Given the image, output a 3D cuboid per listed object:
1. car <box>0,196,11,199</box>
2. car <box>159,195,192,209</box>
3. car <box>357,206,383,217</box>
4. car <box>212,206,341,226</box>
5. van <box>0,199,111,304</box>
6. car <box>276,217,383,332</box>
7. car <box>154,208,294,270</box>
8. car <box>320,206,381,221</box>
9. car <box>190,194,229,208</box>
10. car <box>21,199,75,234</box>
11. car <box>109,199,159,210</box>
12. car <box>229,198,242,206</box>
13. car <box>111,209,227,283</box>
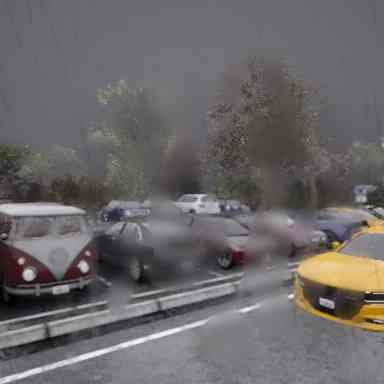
[{"bbox_3d":[-11.448,1.269,18.990,2.435,2.045,5.566,0,0,-35],"label":"car"},{"bbox_3d":[-2.358,1.349,25.430,2.185,1.767,4.553,0,0,-35],"label":"car"},{"bbox_3d":[7.699,1.460,16.259,1.946,1.575,5.366,0,0,-35],"label":"car"},{"bbox_3d":[3.048,1.526,13.196,2.002,1.452,4.674,0,0,-35],"label":"car"},{"bbox_3d":[-3.800,1.295,8.201,1.878,1.987,4.442,0,0,-35],"label":"van"},{"bbox_3d":[4.131,1.445,6.633,5.008,1.535,1.882,0,0,-35],"label":"car"},{"bbox_3d":[0.795,1.527,11.561,2.163,1.488,4.792,0,0,-35],"label":"car"},{"bbox_3d":[5.303,1.504,14.826,2.163,1.488,4.792,0,0,-35],"label":"car"},{"bbox_3d":[0.018,1.212,27.109,2.435,2.045,5.566,0,0,-35],"label":"car"},{"bbox_3d":[-9.039,1.383,20.623,2.185,1.767,4.553,0,0,-35],"label":"car"},{"bbox_3d":[-4.631,1.361,23.821,2.185,1.767,4.553,0,0,-35],"label":"car"},{"bbox_3d":[2.326,1.326,28.671,2.185,1.767,4.553,0,0,-35],"label":"car"},{"bbox_3d":[-1.490,1.510,9.971,2.231,1.521,4.892,0,0,-35],"label":"car"}]
